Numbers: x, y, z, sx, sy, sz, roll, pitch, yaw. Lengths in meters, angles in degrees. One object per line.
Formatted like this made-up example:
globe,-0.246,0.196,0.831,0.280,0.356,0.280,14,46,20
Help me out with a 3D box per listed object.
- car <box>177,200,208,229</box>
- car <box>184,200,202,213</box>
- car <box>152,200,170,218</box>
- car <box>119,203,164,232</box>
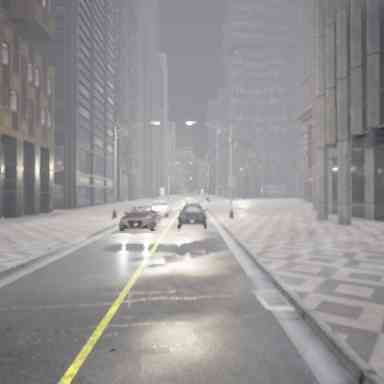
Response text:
car,0.036,1.514,21.653,1.812,1.442,4.674,0,0,1
car,0.076,1.582,37.619,1.895,1.301,4.718,0,0,0
car,-3.004,1.510,30.687,1.812,1.442,4.674,0,0,0
car,-3.022,1.554,19.817,1.994,1.385,4.181,0,0,0
